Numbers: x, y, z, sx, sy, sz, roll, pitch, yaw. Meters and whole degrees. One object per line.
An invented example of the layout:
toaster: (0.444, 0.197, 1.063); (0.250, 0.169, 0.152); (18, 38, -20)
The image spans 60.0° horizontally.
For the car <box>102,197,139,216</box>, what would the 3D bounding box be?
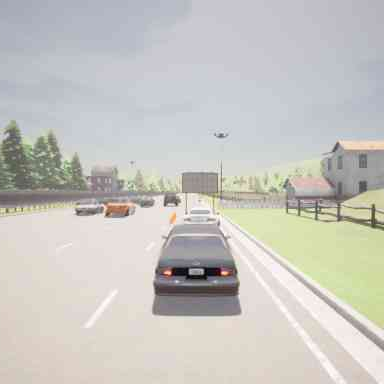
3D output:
car: (-6.859, 1.352, 32.323); (2.097, 1.767, 4.553); (0, 0, 0)

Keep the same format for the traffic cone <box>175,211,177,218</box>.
traffic cone: (-1.456, 1.955, 25.127); (0.340, 0.580, 0.340); (0, 0, 0)

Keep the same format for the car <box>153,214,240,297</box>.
car: (0.108, 1.547, 8.770); (2.033, 1.411, 5.357); (0, 0, 1)

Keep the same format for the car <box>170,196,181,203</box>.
car: (-3.315, 1.564, 68.522); (1.994, 1.385, 4.181); (0, 0, 0)

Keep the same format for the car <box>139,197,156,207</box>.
car: (-6.840, 1.547, 52.191); (2.033, 1.411, 5.357); (0, 0, 0)

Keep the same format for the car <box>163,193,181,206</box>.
car: (-3.334, 1.221, 53.307); (2.150, 2.045, 5.566); (0, 0, 0)

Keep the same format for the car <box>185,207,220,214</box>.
car: (0.553, 1.538, 18.431); (1.812, 1.442, 4.674); (0, -1, 5)

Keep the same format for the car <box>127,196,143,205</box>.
car: (-10.324, 1.546, 61.057); (2.033, 1.411, 5.357); (0, 0, 0)

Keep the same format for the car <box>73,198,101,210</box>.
car: (-13.825, 1.547, 44.175); (2.033, 1.411, 5.357); (0, 0, -1)

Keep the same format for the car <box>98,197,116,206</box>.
car: (-13.832, 1.564, 54.390); (1.994, 1.385, 4.181); (0, 0, 0)

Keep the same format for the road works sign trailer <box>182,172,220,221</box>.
road works sign trailer: (0.514, 0.464, 22.045); (2.380, 3.560, 2.880); (0, 0, -4)

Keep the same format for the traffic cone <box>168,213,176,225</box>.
traffic cone: (-1.459, 1.955, 23.127); (0.340, 0.580, 0.340); (0, 0, 0)

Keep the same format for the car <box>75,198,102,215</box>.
car: (-10.357, 1.601, 34.197); (1.895, 1.301, 4.718); (0, 0, 0)
